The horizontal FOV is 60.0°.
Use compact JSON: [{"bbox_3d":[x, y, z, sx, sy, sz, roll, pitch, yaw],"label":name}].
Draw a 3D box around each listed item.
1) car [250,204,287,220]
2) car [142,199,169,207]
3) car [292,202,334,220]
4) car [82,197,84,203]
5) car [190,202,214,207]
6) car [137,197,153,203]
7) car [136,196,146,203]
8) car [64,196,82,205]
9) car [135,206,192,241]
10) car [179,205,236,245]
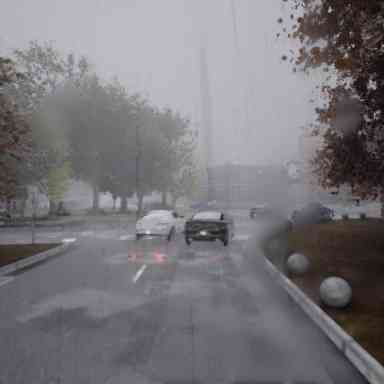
[{"bbox_3d":[7.685,1.950,33.118,1.837,1.490,4.892,-3,-3,44],"label":"car"},{"bbox_3d":[-5.924,2.376,56.472,4.181,1.385,1.994,0,-1,20],"label":"car"},{"bbox_3d":[11.691,1.779,32.018,4.553,1.767,2.097,0,-1,-37],"label":"car"},{"bbox_3d":[-32.203,2.579,88.652,5.008,1.535,2.097,0,-1,-14],"label":"car"},{"bbox_3d":[1.746,2.346,55.723,4.674,1.442,1.812,0,-1,38],"label":"car"},{"bbox_3d":[-11.562,2.719,89.147,4.792,1.488,2.163,0,-1,-14],"label":"car"},{"bbox_3d":[-12.837,2.610,94.432,4.553,1.767,2.185,0,-1,-14],"label":"car"},{"bbox_3d":[-31.487,2.433,85.985,4.553,1.767,2.185,0,-1,-14],"label":"car"},{"bbox_3d":[-1.512,1.680,17.779,1.812,1.442,4.674,0,-1,14],"label":"car"},{"bbox_3d":[1.012,1.616,16.396,1.882,1.535,5.008,-1,-1,12],"label":"car"}]
